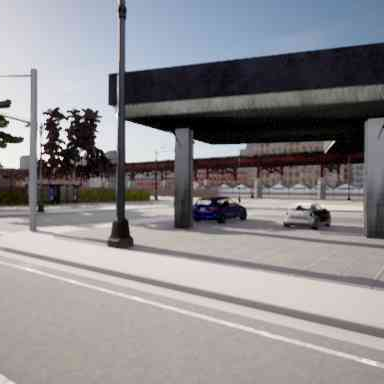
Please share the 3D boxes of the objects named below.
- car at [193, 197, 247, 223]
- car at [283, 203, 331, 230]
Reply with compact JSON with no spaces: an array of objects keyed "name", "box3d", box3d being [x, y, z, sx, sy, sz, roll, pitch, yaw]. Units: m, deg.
[{"name":"car","box3d":[1.998,1.183,23.017,2.242,1.667,4.611,1,0,37]},{"name":"car","box3d":[7.078,1.399,20.230,1.970,1.475,3.806,1,0,37]}]
